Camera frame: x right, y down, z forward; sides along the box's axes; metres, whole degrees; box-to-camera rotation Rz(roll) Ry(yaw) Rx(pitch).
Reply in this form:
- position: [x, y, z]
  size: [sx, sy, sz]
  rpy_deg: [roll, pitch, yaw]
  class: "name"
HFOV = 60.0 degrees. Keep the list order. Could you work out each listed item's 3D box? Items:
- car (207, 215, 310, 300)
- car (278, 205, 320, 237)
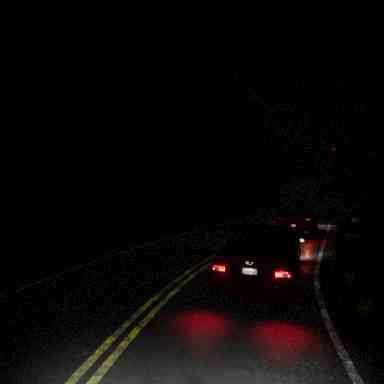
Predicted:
- position: [1.867, 1.549, 8.660]
  size: [2.033, 1.411, 5.357]
  rpy_deg: [2, 0, 18]
  class: "car"
- position: [5.946, 1.486, 18.509]
  size: [1.882, 1.535, 5.008]
  rpy_deg: [2, 1, 23]
  class: "car"
